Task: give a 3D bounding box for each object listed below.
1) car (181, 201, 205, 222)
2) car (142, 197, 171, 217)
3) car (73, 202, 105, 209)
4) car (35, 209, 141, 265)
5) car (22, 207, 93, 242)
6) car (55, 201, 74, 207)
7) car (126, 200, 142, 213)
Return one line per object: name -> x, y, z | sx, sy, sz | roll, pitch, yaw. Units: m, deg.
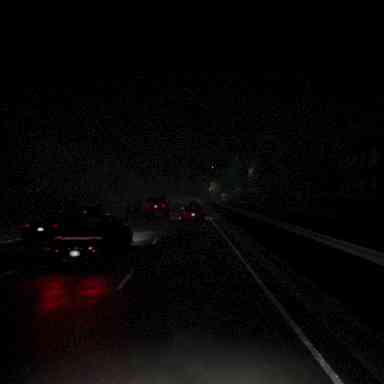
car -> 0.096, 1.771, 28.188 | 1.994, 1.385, 4.181 | 0, 0, 0
car -> -3.405, 1.472, 34.033 | 2.150, 2.045, 5.566 | 0, 0, 0
car -> -10.405, 1.780, 34.701 | 1.812, 1.442, 4.674 | 0, 0, 0
car -> -3.402, 1.581, 12.071 | 2.128, 1.511, 4.902 | 0, 0, 0
car -> -6.904, 1.691, 17.172 | 1.994, 1.385, 4.181 | 0, 0, 0
car -> -13.905, 1.782, 37.678 | 1.837, 1.490, 4.892 | 0, 0, 0
car -> -6.906, 1.780, 41.350 | 1.882, 1.535, 5.008 | 0, 0, 0
